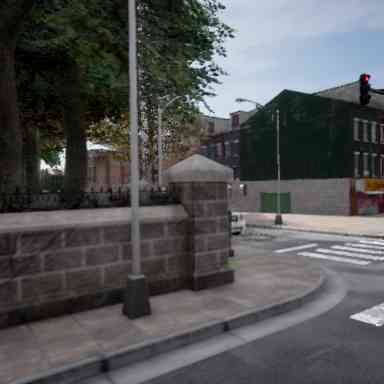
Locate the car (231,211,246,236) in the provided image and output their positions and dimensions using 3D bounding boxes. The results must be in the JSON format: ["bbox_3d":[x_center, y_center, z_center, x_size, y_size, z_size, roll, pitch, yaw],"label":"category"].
[{"bbox_3d":[0.511,1.362,18.651,2.150,2.045,5.566,-1,0,-36],"label":"car"}]
